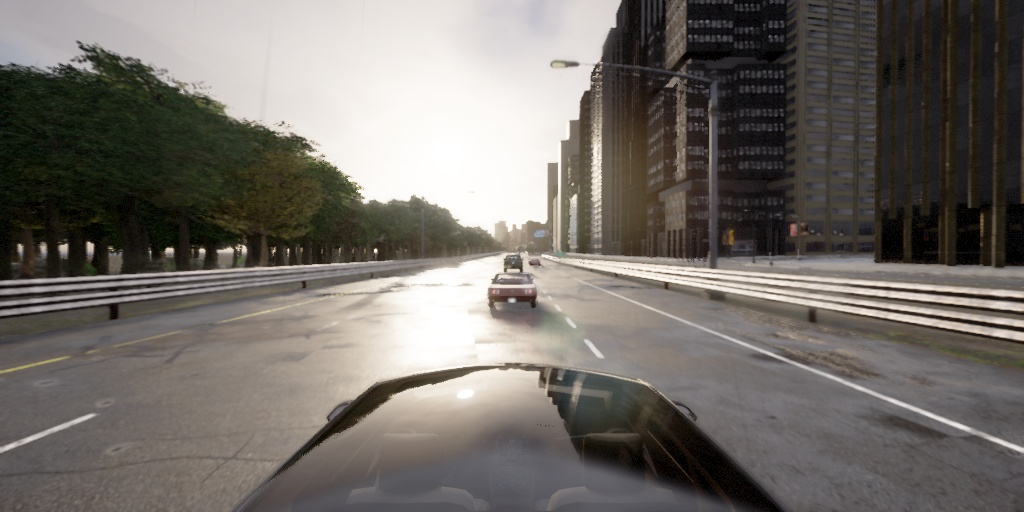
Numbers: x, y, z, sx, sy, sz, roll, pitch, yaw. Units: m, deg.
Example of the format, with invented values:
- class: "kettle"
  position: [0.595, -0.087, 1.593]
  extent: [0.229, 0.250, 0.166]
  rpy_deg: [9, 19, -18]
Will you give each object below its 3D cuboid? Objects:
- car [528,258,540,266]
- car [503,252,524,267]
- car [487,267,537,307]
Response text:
- class: "car"
  position: [4.011, 1.031, 64.532]
  extent: [1.994, 1.385, 4.181]
  rpy_deg: [0, 0, 1]
- class: "car"
  position: [0.161, 0.834, 41.463]
  extent: [2.150, 2.045, 5.566]
  rpy_deg: [0, 0, 0]
- class: "car"
  position: [0.017, 1.335, 15.420]
  extent: [1.895, 1.301, 4.718]
  rpy_deg: [0, 0, 0]
